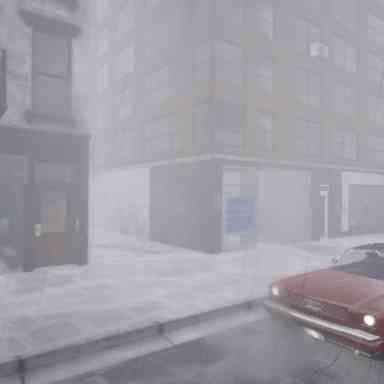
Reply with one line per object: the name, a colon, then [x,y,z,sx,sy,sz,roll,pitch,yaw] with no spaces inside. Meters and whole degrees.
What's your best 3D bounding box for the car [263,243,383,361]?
car: [3.463,1.656,5.860,4.718,1.301,1.895,1,0,-36]
